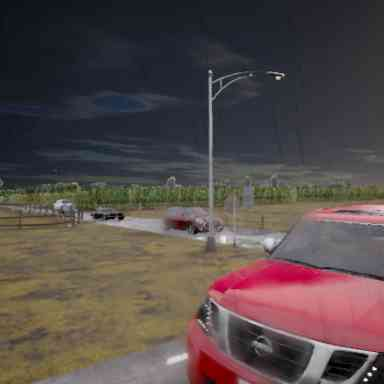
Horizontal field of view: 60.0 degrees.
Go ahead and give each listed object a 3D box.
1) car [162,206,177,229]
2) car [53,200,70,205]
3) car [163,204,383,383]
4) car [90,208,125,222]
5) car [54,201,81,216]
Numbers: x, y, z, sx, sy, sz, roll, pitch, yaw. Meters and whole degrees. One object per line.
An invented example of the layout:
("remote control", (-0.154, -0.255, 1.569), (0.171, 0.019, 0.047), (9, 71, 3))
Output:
("car", (-0.028, 1.686, 21.114), (2.097, 1.767, 4.553), (0, -1, -36))
("car", (-22.245, 2.380, 56.998), (2.150, 2.045, 5.566), (0, -1, -36))
("car", (2.455, 1.238, 4.525), (5.566, 2.045, 2.150), (0, 1, -45))
("car", (-8.281, 2.206, 32.573), (1.895, 1.301, 4.718), (0, -1, -36))
("car", (-16.023, 2.355, 43.377), (2.128, 1.511, 4.902), (0, -1, -35))
